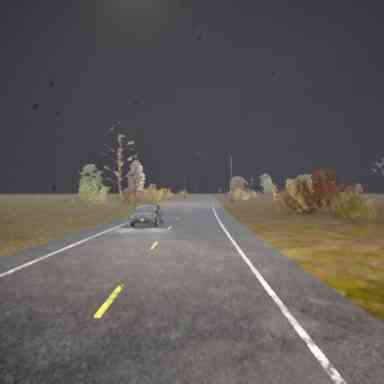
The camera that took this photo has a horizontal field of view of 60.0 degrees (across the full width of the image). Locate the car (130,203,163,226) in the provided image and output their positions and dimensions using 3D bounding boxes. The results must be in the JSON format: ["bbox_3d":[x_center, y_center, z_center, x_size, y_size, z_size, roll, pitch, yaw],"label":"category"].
[{"bbox_3d":[-3.142,1.573,23.773,1.837,1.490,4.892,0,-1,2],"label":"car"}]
